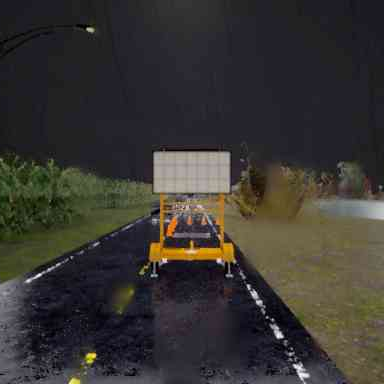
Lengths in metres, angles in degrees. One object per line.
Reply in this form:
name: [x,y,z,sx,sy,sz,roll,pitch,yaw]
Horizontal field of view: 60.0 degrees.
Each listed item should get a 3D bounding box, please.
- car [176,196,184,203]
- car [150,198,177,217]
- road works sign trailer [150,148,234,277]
car: [-2.770,1.662,72.902,2.033,1.411,5.357,0,0,0]
car: [-2.862,1.575,32.248,2.033,1.411,5.357,0,0,0]
road works sign trailer: [-0.004,0.467,10.233,2.380,3.560,2.880,0,0,0]
